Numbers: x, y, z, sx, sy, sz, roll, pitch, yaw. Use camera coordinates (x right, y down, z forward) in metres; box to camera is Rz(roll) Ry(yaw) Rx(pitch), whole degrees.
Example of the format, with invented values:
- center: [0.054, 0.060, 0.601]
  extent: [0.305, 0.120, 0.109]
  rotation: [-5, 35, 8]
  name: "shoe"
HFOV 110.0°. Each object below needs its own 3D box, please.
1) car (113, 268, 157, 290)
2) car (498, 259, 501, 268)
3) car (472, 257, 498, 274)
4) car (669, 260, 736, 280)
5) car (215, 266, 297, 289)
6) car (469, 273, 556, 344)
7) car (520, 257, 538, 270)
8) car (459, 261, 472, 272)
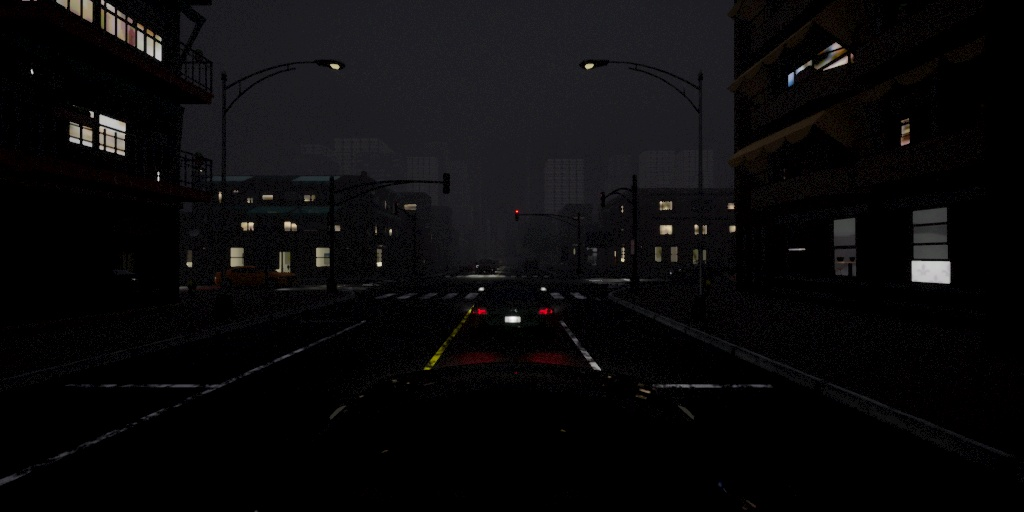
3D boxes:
- center: [-27.695, 1.586, 25.015]
  extent: [4.674, 1.442, 1.812]
  rotation: [-1, 0, 0]
  name: "car"
- center: [-3.067, 1.323, 50.226]
  extent: [2.033, 1.411, 5.357]
  rotation: [0, 0, 0]
  name: "car"
- center: [-3.012, 1.117, 40.674]
  extent: [2.097, 1.767, 4.553]
  rotation: [0, 0, -2]
  name: "car"
- center: [14.953, 1.061, 28.214]
  extent: [4.902, 1.511, 2.128]
  rotation: [-1, 0, 0]
  name: "car"
- center: [-17.783, 1.420, 25.014]
  extent: [5.008, 1.535, 1.882]
  rotation: [-1, 0, 0]
  name: "car"
- center: [0.014, 1.315, 9.611]
  extent: [1.994, 1.385, 4.181]
  rotation: [0, 0, 0]
  name: "car"
- center: [2.721, 1.092, 52.004]
  extent: [2.192, 1.841, 5.009]
  rotation: [0, 0, 0]
  name: "car"
- center: [-5.751, 1.316, 46.488]
  extent: [1.888, 1.381, 4.507]
  rotation: [0, 0, 0]
  name: "car"
